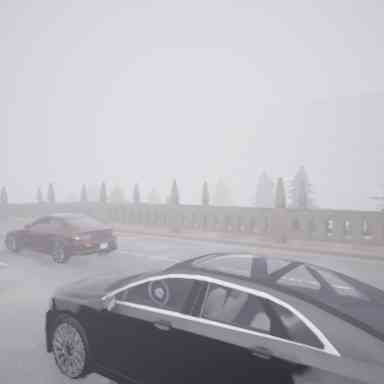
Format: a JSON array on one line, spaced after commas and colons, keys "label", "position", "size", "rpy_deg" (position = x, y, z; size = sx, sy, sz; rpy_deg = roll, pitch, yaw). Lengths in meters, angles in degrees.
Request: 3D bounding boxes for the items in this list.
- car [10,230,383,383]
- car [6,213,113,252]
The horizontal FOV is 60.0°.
[{"label": "car", "position": [0.263, 1.480, 3.804], "size": [4.902, 1.511, 2.128], "rpy_deg": [0, 0, 35]}, {"label": "car", "position": [-4.579, 1.464, 11.553], "size": [4.674, 1.442, 1.812], "rpy_deg": [0, 0, 35]}]
